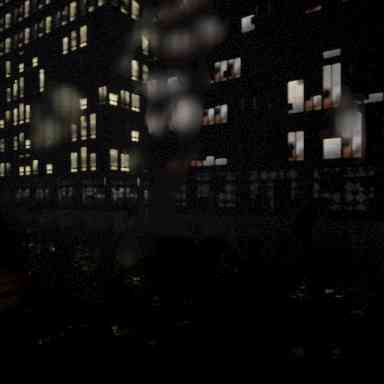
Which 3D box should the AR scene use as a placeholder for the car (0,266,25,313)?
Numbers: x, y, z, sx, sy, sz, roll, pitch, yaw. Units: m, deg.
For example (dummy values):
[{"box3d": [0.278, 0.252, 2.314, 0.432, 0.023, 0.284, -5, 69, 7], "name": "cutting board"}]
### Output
[{"box3d": [-5.176, 1.577, 6.546, 4.829, 1.417, 1.752, 0, 0, 35], "name": "car"}]
